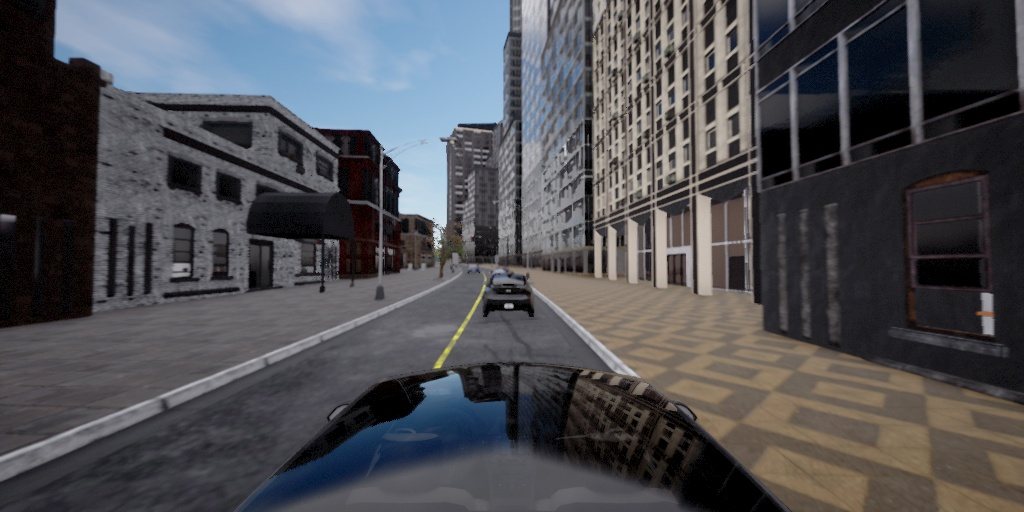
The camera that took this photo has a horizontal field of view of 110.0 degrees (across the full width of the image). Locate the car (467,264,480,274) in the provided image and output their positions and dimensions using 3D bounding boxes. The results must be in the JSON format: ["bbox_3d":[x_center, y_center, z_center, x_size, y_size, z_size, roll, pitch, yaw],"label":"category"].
[{"bbox_3d":[-5.736,1.948,53.986,1.812,1.442,4.674,0,-1,-6],"label":"car"}]

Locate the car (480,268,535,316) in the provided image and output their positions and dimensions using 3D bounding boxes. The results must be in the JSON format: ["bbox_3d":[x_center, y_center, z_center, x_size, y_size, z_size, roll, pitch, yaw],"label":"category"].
[{"bbox_3d":[-0.155,1.423,14.205,1.837,1.490,4.892,0,0,-1],"label":"car"}]
